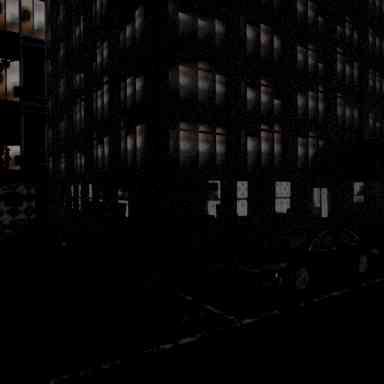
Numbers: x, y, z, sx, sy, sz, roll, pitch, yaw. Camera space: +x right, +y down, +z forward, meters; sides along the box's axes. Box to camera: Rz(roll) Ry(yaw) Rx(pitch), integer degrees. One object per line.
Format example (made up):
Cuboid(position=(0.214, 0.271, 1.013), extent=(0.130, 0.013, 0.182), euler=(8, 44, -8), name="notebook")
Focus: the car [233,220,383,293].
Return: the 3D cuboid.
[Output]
Cuboid(position=(3.023, 1.549, 8.719), extent=(4.403, 1.369, 2.008), euler=(0, -1, -35), name="car")
